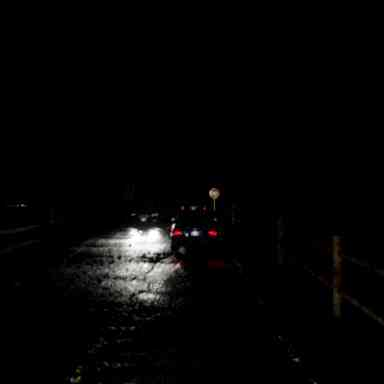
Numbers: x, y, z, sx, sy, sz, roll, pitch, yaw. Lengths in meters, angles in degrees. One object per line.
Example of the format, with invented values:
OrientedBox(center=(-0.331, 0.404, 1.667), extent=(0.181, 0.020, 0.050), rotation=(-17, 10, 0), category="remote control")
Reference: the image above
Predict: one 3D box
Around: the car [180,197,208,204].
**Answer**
OrientedBox(center=(0.155, 1.154, 25.420), extent=(2.097, 1.767, 4.553), rotation=(0, 0, 2), category="car")

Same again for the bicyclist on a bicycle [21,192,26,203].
OrientedBox(center=(-22.484, 0.786, 44.303), extent=(0.582, 1.620, 1.656), rotation=(1, 1, 1), category="bicyclist on a bicycle")

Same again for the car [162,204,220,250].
OrientedBox(center=(0.100, 1.438, 13.785), extent=(2.033, 1.411, 5.357), rotation=(0, 0, 0), category="car")

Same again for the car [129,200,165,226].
OrientedBox(center=(-2.805, 1.322, 21.745), extent=(2.128, 1.511, 4.902), rotation=(0, 0, 0), category="car")
